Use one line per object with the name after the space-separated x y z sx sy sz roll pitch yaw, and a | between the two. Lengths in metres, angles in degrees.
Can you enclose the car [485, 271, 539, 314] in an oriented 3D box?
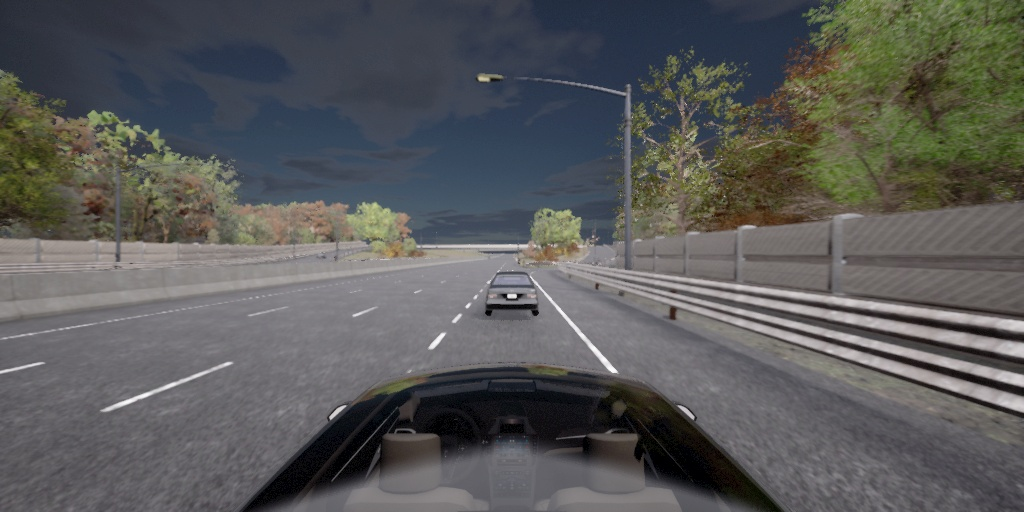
0.001 1.286 13.593 2.033 1.411 5.357 0 0 0 | car
